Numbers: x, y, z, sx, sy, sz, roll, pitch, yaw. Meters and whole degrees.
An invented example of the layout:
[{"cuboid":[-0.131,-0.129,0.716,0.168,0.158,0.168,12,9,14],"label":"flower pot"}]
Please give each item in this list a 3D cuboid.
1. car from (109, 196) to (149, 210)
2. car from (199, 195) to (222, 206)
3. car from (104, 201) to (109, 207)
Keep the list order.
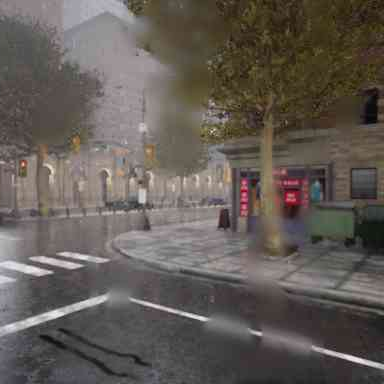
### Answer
[{"cuboid":[-7.387,1.326,40.704,2.097,1.767,4.553,0,0,36],"label":"car"},{"cuboid":[3.110,1.326,55.208,2.097,1.767,4.553,0,0,36],"label":"car"},{"cuboid":[-10.324,1.564,47.999,1.895,1.301,4.718,0,0,36],"label":"car"}]
